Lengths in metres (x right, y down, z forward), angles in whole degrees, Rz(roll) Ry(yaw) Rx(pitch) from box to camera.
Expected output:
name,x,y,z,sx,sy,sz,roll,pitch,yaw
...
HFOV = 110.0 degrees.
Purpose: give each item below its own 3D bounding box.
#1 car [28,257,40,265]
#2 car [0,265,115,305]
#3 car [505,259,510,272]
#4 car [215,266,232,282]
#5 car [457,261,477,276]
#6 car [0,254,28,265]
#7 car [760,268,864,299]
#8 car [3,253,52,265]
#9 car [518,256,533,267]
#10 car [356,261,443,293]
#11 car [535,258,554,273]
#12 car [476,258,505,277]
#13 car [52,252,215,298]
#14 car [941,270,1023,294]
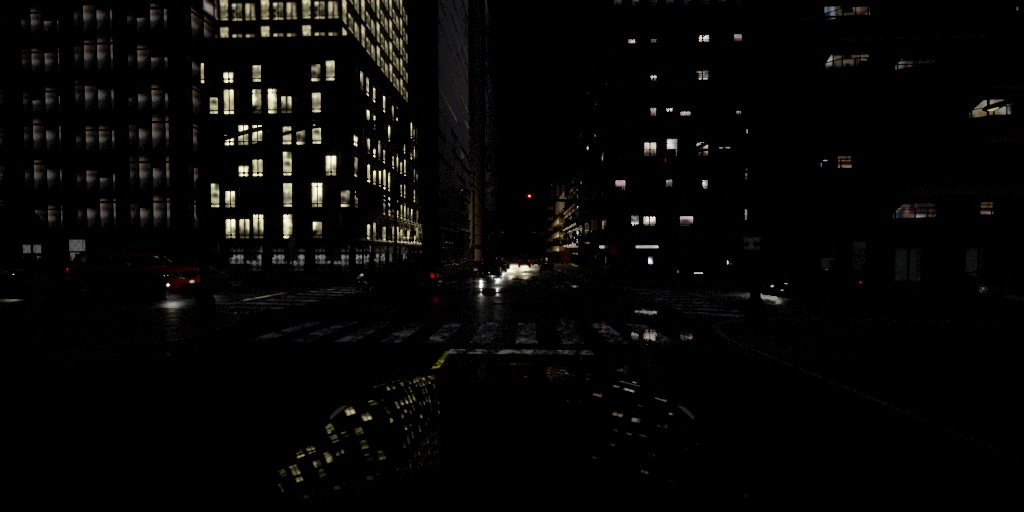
name,x,y,z,sx,sy,sz,roll,pitch,yaw
car,-31.520,0.980,21.237,4.674,1.442,1.812,0,1,3
car,-19.868,1.204,14.916,4.403,1.370,2.007,0,0,3
car,-1.635,1.303,44.674,1.994,1.385,4.181,0,0,2
car,-20.960,1.030,23.292,4.829,1.417,1.751,0,0,3
car,-4.505,1.266,36.880,1.751,1.417,4.829,0,0,2
car,-27.860,0.893,17.853,4.553,1.767,2.097,0,1,3
car,15.807,1.423,18.933,4.181,1.385,1.994,0,1,3
car,-32.893,0.713,23.909,5.009,1.841,2.192,0,0,3
car,2.208,0.957,63.523,2.150,2.045,5.566,0,0,2
car,-6.246,1.086,20.019,4.553,1.767,2.097,0,1,3
car,4.072,1.290,42.411,2.007,1.370,4.403,0,0,2
car,-1.983,1.246,34.777,1.837,1.490,4.892,0,0,2
car,-18.151,0.847,17.379,5.566,2.045,2.150,1,1,3
car,28.029,1.462,20.944,4.507,1.381,1.888,0,0,3
